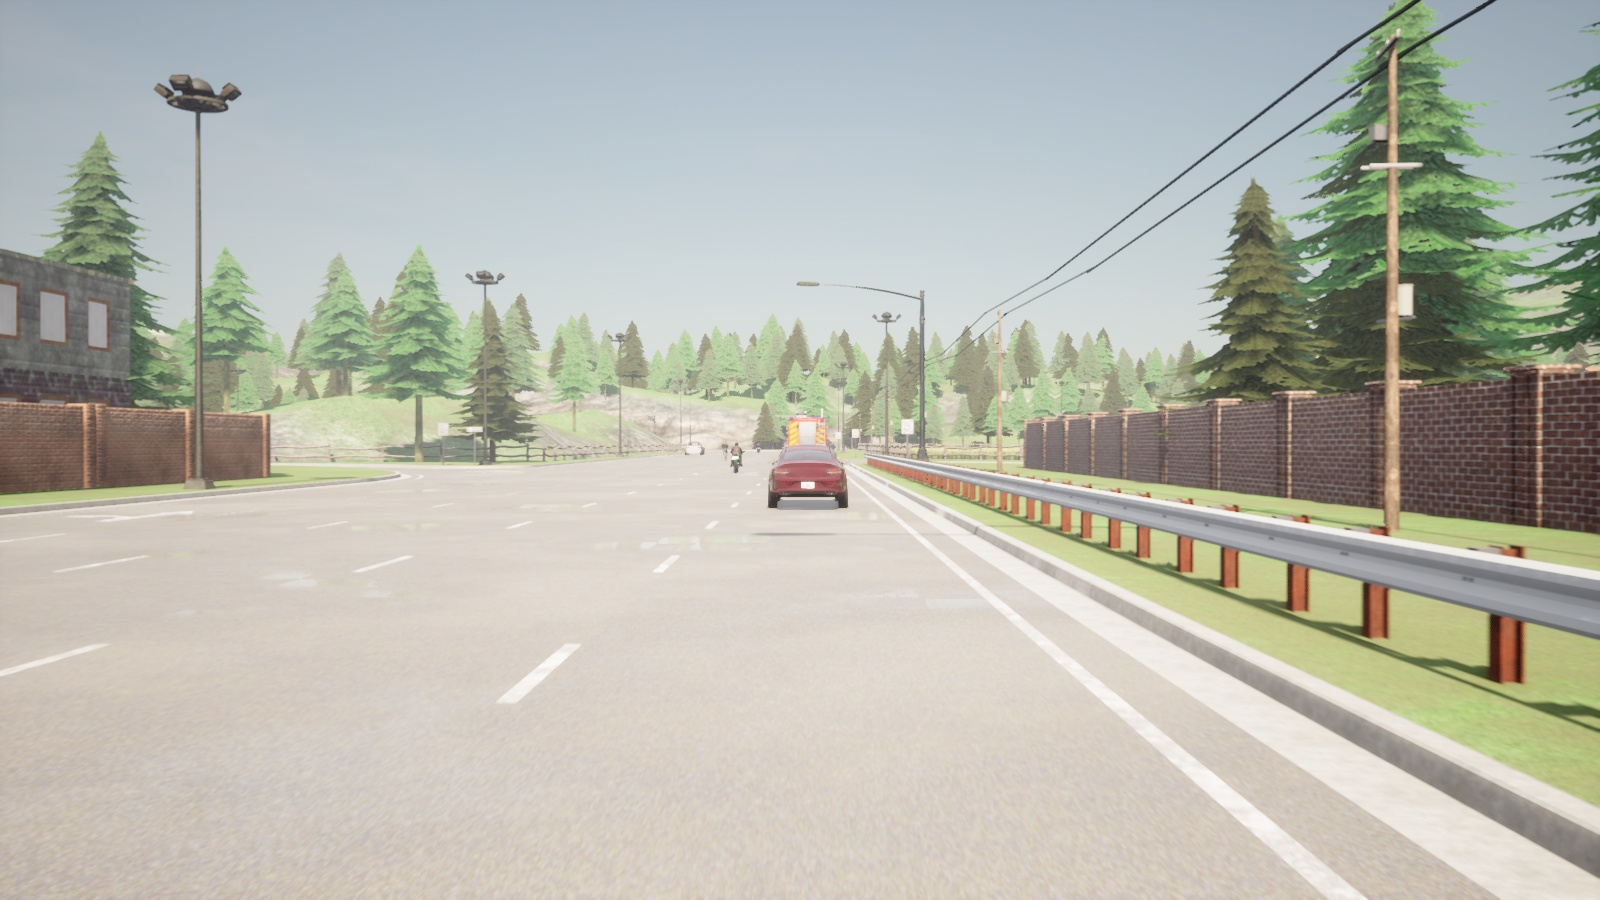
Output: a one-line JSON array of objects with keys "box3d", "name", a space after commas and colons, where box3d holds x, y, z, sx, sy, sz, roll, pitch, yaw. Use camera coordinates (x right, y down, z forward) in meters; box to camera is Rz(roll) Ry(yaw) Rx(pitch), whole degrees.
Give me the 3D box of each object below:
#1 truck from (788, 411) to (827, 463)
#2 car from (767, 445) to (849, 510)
[{"box3d": [0.565, -0.961, 96.326, 2.891, 3.827, 8.468, 0, 0, 0], "name": "truck"}, {"box3d": [0.188, 0.602, 30.261, 1.812, 1.442, 4.674, 0, 0, 0], "name": "car"}]
